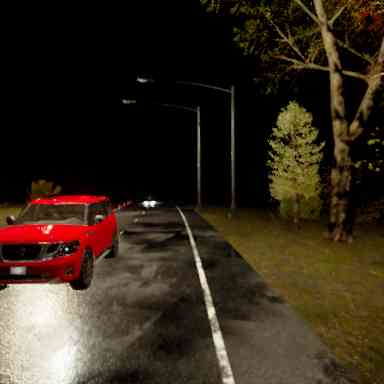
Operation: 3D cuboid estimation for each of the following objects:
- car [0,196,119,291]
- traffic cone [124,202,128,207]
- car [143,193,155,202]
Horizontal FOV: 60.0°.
[{"bbox_3d":[-3.478,1.150,9.195,2.150,2.045,5.566,0,0,-2],"label":"car"},{"bbox_3d":[-8.598,1.571,42.300,0.340,0.580,0.340,0,1,-5],"label":"traffic cone"},{"bbox_3d":[-7.584,0.910,58.841,2.128,1.511,4.902,0,1,-10],"label":"car"}]
